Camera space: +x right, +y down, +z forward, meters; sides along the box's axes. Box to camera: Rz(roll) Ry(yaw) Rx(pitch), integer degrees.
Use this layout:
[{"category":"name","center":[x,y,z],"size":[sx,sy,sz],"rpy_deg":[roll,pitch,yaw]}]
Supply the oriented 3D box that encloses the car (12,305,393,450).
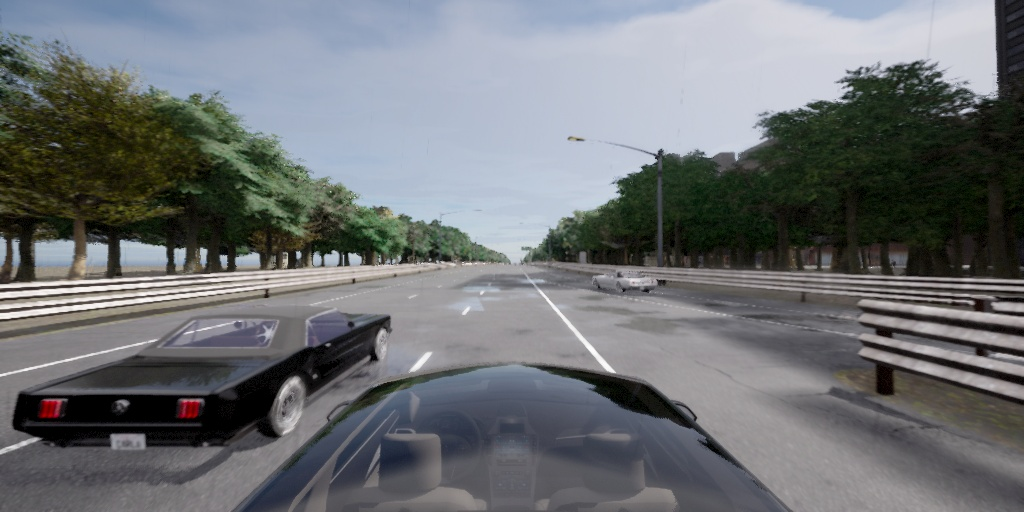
[{"category":"car","center":[-3.401,1.389,5.407],"size":[1.895,1.301,4.718],"rpy_deg":[0,-1,0]}]

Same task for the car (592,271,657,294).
[{"category":"car","center":[6.802,1.560,22.341],"size":[1.895,1.301,4.718],"rpy_deg":[0,0,-14]}]
